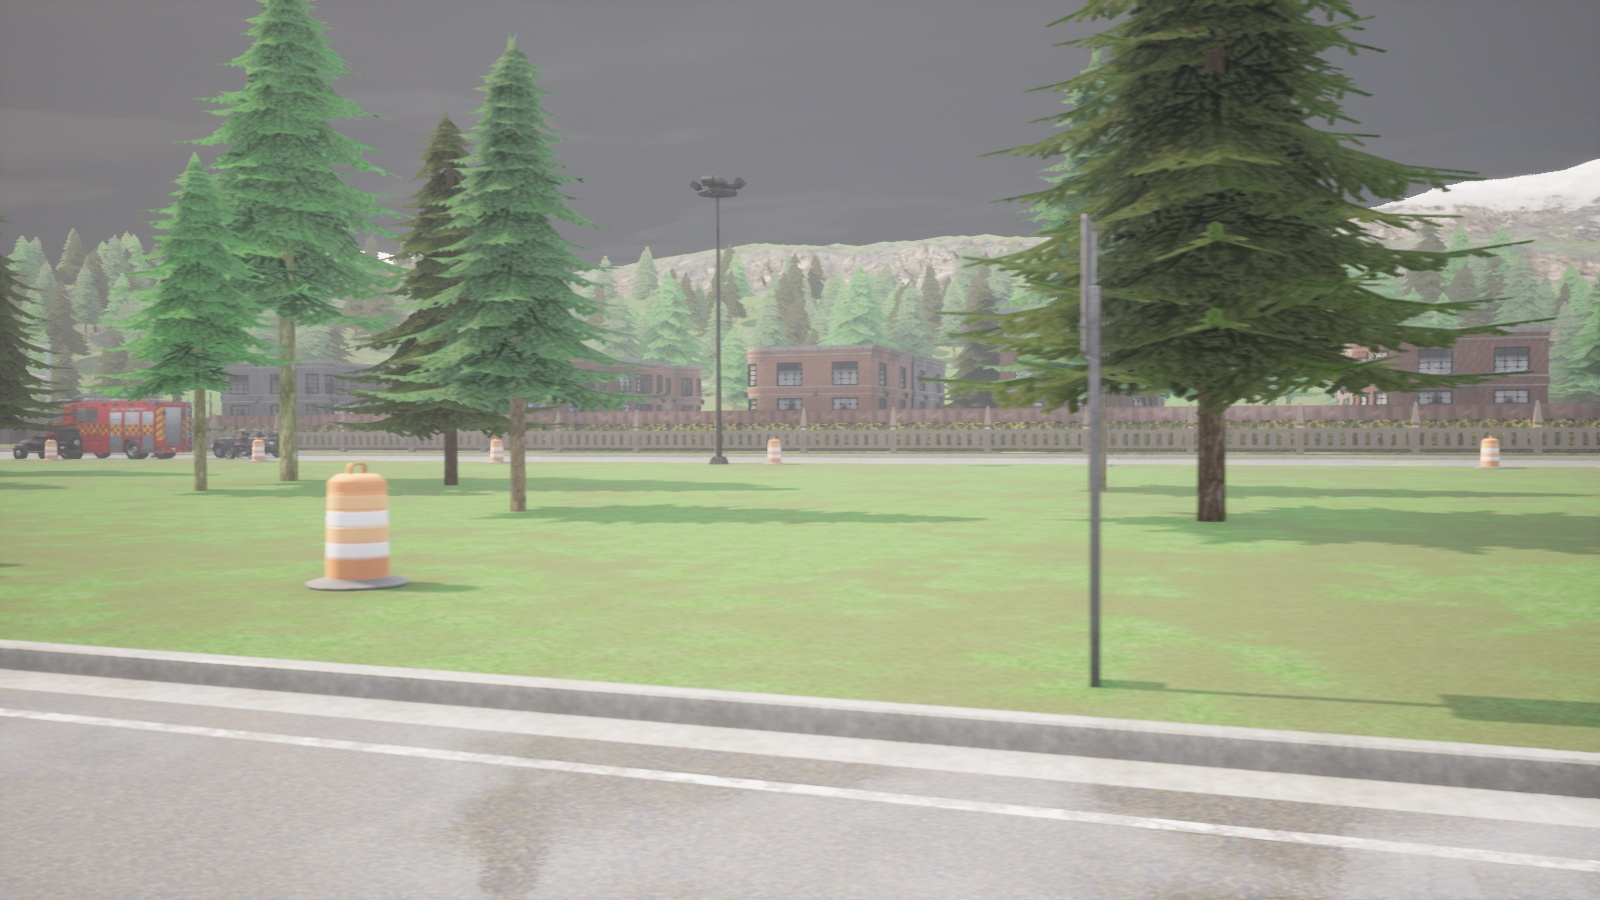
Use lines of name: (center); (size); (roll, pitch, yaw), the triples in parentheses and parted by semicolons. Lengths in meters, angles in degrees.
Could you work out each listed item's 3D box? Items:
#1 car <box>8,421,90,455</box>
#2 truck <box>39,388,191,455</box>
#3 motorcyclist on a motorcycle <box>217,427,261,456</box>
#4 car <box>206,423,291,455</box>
car: (-42.592, -0.679, 71.241); (3.866, 1.878, 1.905); (1, 1, 19)
truck: (-40.493, -1.679, 74.217); (8.468, 3.827, 2.891); (1, 1, 18)
motorcyclist on a motorcycle: (-31.864, -0.486, 71.357); (2.350, 1.649, 0.766); (0, 1, 18)
car: (-33.128, -0.690, 75.464); (4.605, 1.855, 1.932); (1, 1, 19)
